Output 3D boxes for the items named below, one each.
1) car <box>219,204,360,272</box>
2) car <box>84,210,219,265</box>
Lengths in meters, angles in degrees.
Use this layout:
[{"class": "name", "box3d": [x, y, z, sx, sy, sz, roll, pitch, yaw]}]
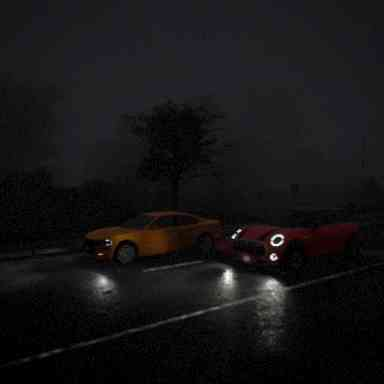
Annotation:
[{"class": "car", "box3d": [3.369, 1.289, 10.693, 4.553, 1.767, 2.097, 0, 0, -35]}, {"class": "car", "box3d": [-1.207, 1.435, 11.729, 5.008, 1.535, 1.882, -1, 0, -35]}]
